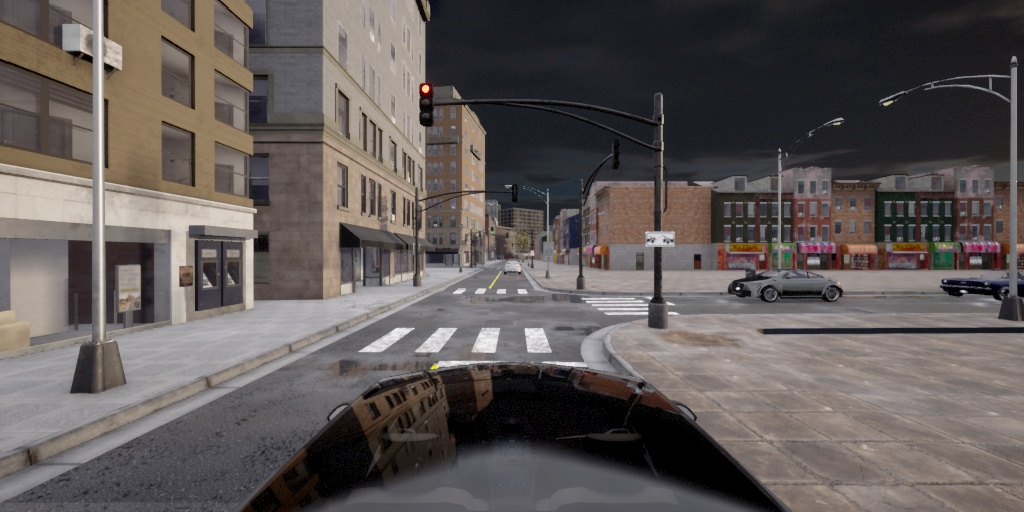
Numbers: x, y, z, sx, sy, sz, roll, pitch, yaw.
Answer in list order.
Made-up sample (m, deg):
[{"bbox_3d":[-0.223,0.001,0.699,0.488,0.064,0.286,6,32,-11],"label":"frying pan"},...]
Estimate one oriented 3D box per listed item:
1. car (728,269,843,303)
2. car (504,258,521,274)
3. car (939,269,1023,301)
[{"bbox_3d":[12.041,1.261,15.962,4.181,1.385,1.994,0,0,0],"label":"car"},{"bbox_3d":[0.069,1.284,40.770,1.812,1.442,4.674,0,0,0],"label":"car"},{"bbox_3d":[22.356,1.260,16.017,4.718,1.301,1.895,0,0,0],"label":"car"}]
